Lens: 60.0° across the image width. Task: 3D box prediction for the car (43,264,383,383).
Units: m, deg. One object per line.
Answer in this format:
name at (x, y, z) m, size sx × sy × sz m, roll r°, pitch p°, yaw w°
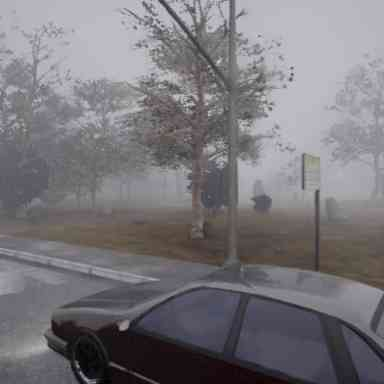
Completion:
car at (0.679, 1.548, 3.510) m, size 5.357 × 1.411 × 2.033 m, roll 0°, pitch 0°, yaw 36°
